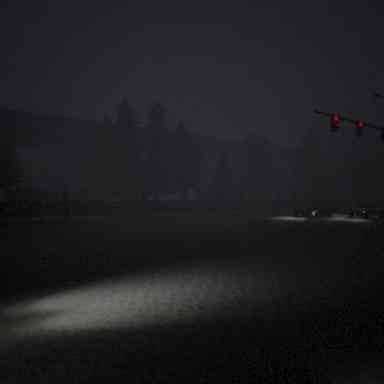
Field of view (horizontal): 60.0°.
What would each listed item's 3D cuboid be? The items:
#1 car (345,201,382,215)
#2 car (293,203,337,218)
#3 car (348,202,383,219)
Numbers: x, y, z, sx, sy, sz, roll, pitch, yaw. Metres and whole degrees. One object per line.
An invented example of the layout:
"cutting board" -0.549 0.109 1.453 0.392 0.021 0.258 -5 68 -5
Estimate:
"car" 20.929 1.926 40.426 5.008 1.535 1.882 1 0 -35
"car" 12.933 1.887 34.717 5.357 1.411 2.033 1 0 -36
"car" 17.863 1.905 33.935 4.674 1.442 1.812 1 0 -36
